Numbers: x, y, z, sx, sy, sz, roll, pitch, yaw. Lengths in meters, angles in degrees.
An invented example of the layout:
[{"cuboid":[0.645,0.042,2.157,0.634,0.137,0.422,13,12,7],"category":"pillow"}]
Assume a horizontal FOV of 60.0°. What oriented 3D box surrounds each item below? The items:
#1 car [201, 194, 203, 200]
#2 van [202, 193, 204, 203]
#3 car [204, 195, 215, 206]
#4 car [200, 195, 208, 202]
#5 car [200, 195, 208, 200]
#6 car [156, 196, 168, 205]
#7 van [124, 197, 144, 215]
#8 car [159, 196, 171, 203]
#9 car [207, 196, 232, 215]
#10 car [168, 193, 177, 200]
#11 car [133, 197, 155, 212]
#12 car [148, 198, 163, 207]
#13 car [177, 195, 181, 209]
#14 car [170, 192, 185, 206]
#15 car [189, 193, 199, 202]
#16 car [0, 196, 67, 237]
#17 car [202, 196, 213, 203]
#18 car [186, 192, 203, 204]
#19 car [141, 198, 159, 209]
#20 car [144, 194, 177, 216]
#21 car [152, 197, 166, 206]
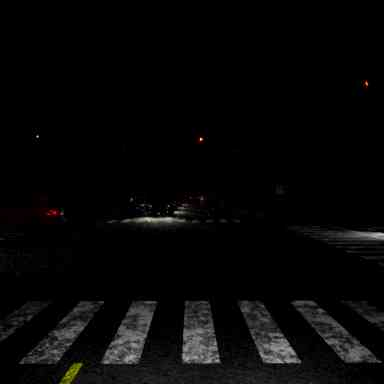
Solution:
[{"cuboid":[3.063,1.527,61.890,1.752,1.417,4.829,0,0,0],"category":"car"},{"cuboid":[3.025,1.344,56.051,1.690,1.788,3.998,0,0,0],"category":"van"},{"cuboid":[2.951,1.443,44.713,1.967,1.590,4.097,0,0,0],"category":"car"},{"cuboid":[2.860,1.453,79.561,1.801,1.575,5.366,0,0,0],"category":"car"},{"cuboid":[3.245,1.558,90.067,1.947,1.339,4.313,0,0,0],"category":"car"},{"cuboid":[-5.465,1.527,61.599,1.752,1.417,4.829,0,0,0],"category":"car"},{"cuboid":[-5.648,1.343,33.428,1.690,1.788,3.998,0,0,0],"category":"van"},{"cuboid":[-5.427,1.566,67.437,1.947,1.339,4.313,0,0,0],"category":"car"},{"cuboid":[2.878,1.442,33.375,1.967,1.590,4.097,0,0,0],"category":"car"},{"cuboid":[-5.281,1.307,90.110,2.192,1.841,5.009,0,0,0],"category":"car"},{"cuboid":[-5.611,1.443,39.096,1.967,1.590,4.097,0,0,0],"category":"car"},{"cuboid":[-5.537,1.585,50.433,1.802,1.307,4.206,0,0,0],"category":"car"},{"cuboid":[-2.831,1.481,42.064,1.882,1.535,5.008,0,0,1],"category":"car"},{"cuboid":[-2.761,1.222,52.188,2.150,2.045,5.566,0,0,1],"category":"car"},{"cuboid":[0.472,1.186,73.758,2.097,1.767,4.553,0,0,0],"category":"car"},{"cuboid":[-9.458,1.209,17.361,5.566,2.045,2.150,0,0,0],"category":"car"},{"cuboid":[3.098,1.551,67.390,2.008,1.369,4.403,0,0,0],"category":"car"},{"cuboid":[0.406,1.223,63.398,2.150,2.045,5.566,0,0,0],"category":"car"},{"cuboid":[-5.574,1.569,44.765,1.947,1.339,4.313,0,0,0],"category":"car"},{"cuboid":[-2.938,1.354,32.126,2.097,1.767,4.553,0,0,2],"category":"car"},{"cuboid":[-5.501,1.569,56.101,1.947,1.339,4.313,0,0,0],"category":"car"}]
